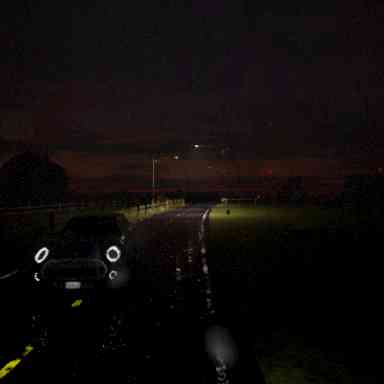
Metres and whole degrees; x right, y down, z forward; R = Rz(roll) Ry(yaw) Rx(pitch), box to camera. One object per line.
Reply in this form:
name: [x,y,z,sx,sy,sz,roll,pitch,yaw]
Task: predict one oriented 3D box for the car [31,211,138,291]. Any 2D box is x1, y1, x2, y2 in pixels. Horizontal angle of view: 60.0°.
car: [-2.716,1.416,9.358,2.097,1.767,4.553,0,0,-4]
